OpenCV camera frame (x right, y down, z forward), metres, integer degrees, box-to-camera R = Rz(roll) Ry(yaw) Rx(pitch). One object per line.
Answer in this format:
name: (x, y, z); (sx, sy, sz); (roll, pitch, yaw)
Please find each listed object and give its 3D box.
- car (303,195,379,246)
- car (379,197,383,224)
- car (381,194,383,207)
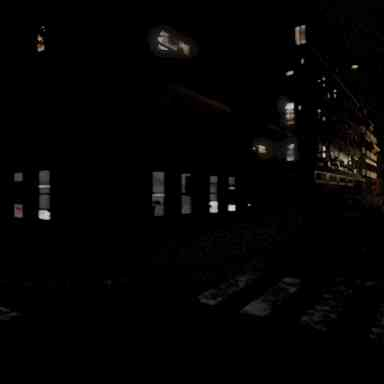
car: (6.417, 1.062, 14.352); (2.192, 1.841, 5.009); (1, 1, 35)
car: (9.621, 1.212, 18.914); (1.887, 1.381, 4.507); (1, 1, 35)
car: (22.440, 0.914, 37.140); (1.947, 1.339, 4.313); (1, 1, 35)
